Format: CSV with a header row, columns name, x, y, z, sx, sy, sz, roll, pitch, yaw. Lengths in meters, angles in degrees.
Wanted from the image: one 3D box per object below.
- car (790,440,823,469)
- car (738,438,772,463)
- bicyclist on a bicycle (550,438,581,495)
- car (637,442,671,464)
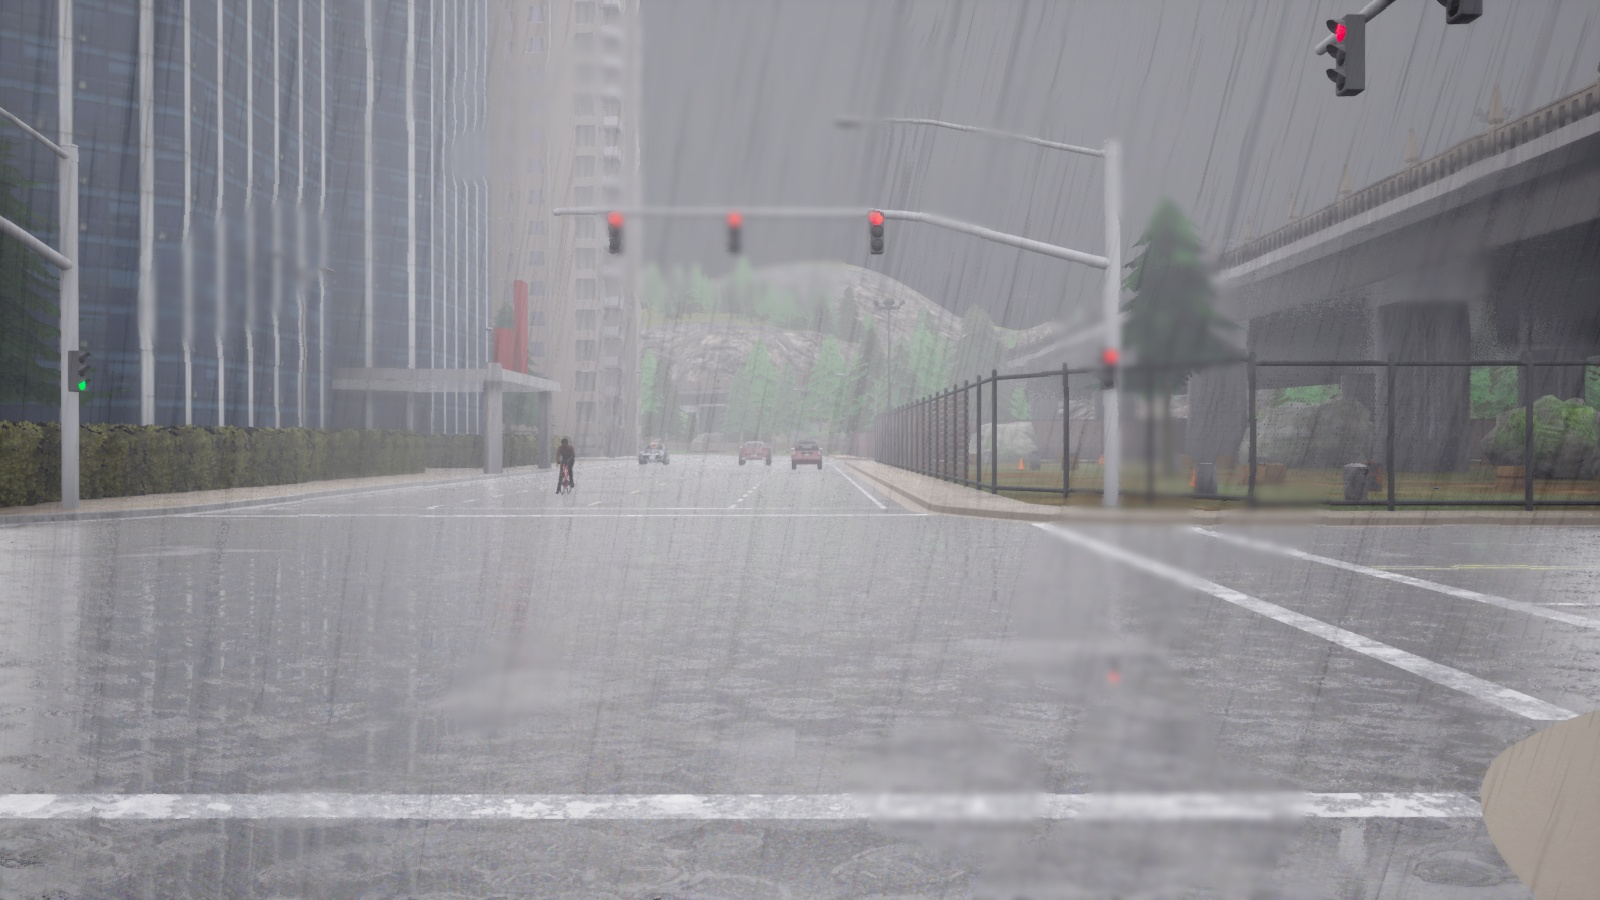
name,x,y,z,sx,sy,sz,roll,pitch,yaw
car,0.394,0.235,72.572,1.851,1.617,3.988,0,0,0
car,-3.036,0.039,85.718,2.152,1.651,5.027,0,0,0
bicyclist on a bicycle,-6.795,0.487,36.397,0.582,1.620,1.656,0,-1,0
car,-10.050,0.215,86.587,1.970,1.475,3.806,0,0,-2
